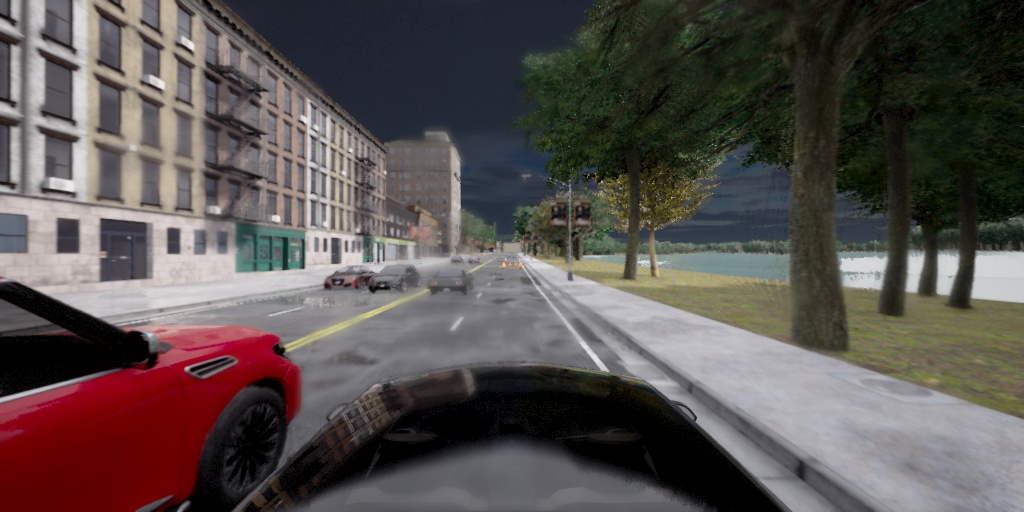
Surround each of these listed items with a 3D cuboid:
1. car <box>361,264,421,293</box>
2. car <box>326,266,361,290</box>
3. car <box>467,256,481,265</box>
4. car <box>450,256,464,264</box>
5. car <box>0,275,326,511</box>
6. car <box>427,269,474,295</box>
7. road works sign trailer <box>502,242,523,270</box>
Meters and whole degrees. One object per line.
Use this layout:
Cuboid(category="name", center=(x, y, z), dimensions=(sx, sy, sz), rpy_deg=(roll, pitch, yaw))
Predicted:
Cuboid(category="car", center=(-6.592, 1.244, 20.621), dimensions=(1.837, 1.490, 4.892), rpy_deg=(0, 1, 0))
Cuboid(category="car", center=(-9.840, 1.301, 22.235), dimensions=(1.994, 1.385, 4.181), rpy_deg=(0, 0, 0))
Cuboid(category="car", center=(-6.508, 0.718, 62.196), dimensions=(1.812, 1.442, 4.674), rpy_deg=(0, 1, 1))
Cuboid(category="car", center=(-9.742, 0.702, 64.207), dimensions=(2.033, 1.411, 5.357), rpy_deg=(0, 1, 0))
Cuboid(category="car", center=(-3.150, 0.972, 1.168), dimensions=(2.150, 2.045, 5.566), rpy_deg=(0, 0, 0))
Cuboid(category="car", center=(-3.144, 1.344, 19.486), dimensions=(1.895, 1.301, 4.718), rpy_deg=(0, 0, 0))
Cuboid(category="road works sign trailer", center=(0.015, -0.050, 46.203), dimensions=(2.380, 3.560, 2.880), rpy_deg=(0, 0, 0))
